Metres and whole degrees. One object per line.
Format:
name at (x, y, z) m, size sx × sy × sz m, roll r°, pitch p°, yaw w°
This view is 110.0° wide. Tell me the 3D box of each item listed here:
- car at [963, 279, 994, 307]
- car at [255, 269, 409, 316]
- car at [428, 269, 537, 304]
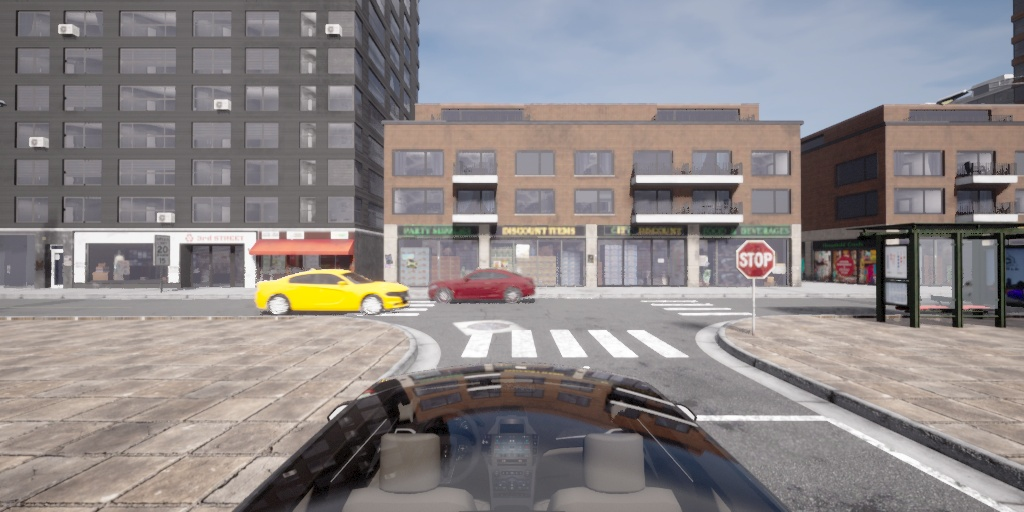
car at (19.106, 1.204, 12.677) m, size 4.892 × 1.490 × 1.837 m, roll 0°, pitch 0°, yaw 0°
car at (-6.211, 1.223, 12.667) m, size 5.008 × 1.535 × 1.882 m, roll 0°, pitch 0°, yaw 0°
car at (-1.266, 1.283, 15.623) m, size 4.674 × 1.442 × 1.812 m, roll 0°, pitch 0°, yaw 0°
